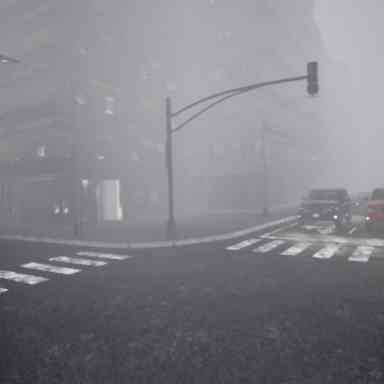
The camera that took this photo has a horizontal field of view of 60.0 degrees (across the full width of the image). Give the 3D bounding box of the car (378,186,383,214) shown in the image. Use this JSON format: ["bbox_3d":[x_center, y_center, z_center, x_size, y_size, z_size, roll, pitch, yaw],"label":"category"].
[{"bbox_3d":[16.147,0.523,26.183,2.150,2.045,5.566,-1,1,33],"label":"car"}]

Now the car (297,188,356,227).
[{"bbox_3d":[7.847,0.790,19.390,2.150,2.045,5.566,-1,1,33],"label":"car"}]

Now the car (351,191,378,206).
[{"bbox_3d":[18.831,0.678,36.229,2.033,1.411,5.357,-1,1,33],"label":"car"}]

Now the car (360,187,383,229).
[{"bbox_3d":[10.497,0.749,17.508,2.150,2.045,5.566,-1,1,33],"label":"car"}]

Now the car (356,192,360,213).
[{"bbox_3d":[13.160,0.957,27.542,1.895,1.301,4.718,-1,1,33],"label":"car"}]
